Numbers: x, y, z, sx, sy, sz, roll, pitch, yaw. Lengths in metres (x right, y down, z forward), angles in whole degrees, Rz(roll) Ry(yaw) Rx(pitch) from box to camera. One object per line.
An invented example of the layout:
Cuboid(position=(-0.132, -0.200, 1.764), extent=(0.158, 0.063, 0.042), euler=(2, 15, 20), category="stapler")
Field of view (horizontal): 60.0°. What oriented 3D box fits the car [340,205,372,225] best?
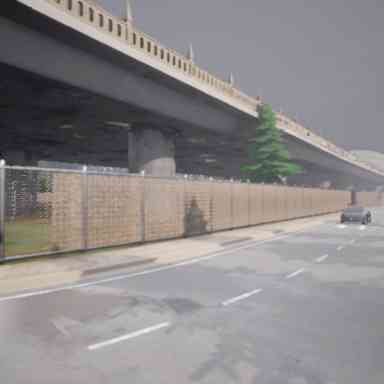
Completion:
Cuboid(position=(13.765, 1.894, 27.856), extent=(1.837, 1.490, 4.892), euler=(-1, -1, 36), category="car")
